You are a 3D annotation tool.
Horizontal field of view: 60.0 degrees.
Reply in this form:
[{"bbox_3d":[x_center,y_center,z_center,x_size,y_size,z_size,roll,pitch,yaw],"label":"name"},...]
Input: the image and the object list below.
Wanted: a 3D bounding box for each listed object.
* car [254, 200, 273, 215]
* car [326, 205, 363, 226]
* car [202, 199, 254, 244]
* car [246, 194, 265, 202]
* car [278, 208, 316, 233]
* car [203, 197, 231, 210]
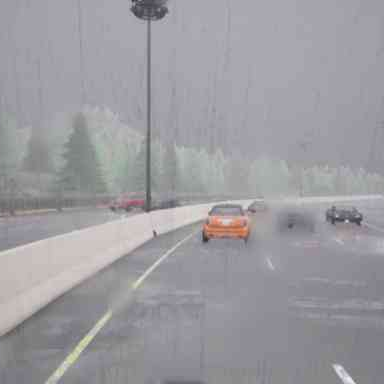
[{"bbox_3d":[7.098,1.545,34.396,1.994,1.385,4.181,0,0,22],"label":"car"},{"bbox_3d":[10.781,1.610,23.934,1.895,1.301,4.718,0,0,16],"label":"car"},{"bbox_3d":[1.788,1.337,16.042,2.097,1.767,4.553,0,0,10],"label":"car"},{"bbox_3d":[13.783,1.310,72.108,1.882,1.535,5.008,0,0,39],"label":"car"},{"bbox_3d":[6.073,1.598,19.752,1.895,1.301,4.718,0,0,13],"label":"car"},{"bbox_3d":[3.369,1.460,43.735,1.837,1.490,4.892,0,0,27],"label":"car"}]
